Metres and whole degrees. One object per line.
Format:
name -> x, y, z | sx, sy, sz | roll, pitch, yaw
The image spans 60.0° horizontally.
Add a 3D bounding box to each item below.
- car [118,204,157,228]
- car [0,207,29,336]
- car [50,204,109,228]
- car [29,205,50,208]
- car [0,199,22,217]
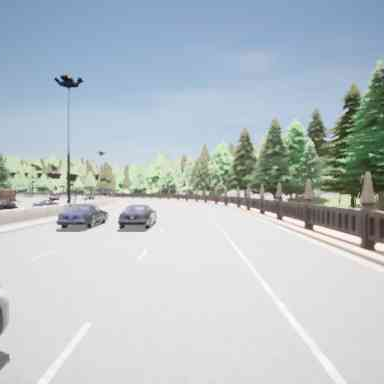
car -> -3.417, 1.500, 21.460 | 2.033, 1.411, 5.357 | 0, 0, 0
car -> -3.455, 1.220, 1.982 | 2.150, 2.045, 5.566 | 0, 1, 0
car -> -6.917, 1.500, 21.489 | 2.033, 1.411, 5.357 | 0, 0, 0
car -> -14.180, 1.493, 31.961 | 1.994, 1.385, 4.181 | 0, 0, -1
car -> -17.648, 1.425, 29.949 | 2.128, 1.511, 4.902 | 0, 0, -1
